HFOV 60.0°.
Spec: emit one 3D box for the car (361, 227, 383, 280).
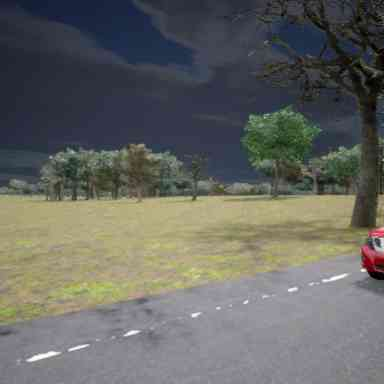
[{"bbox_3d":[6.791,1.222,8.828,5.566,2.045,2.150,0,0,-35],"label":"car"}]
